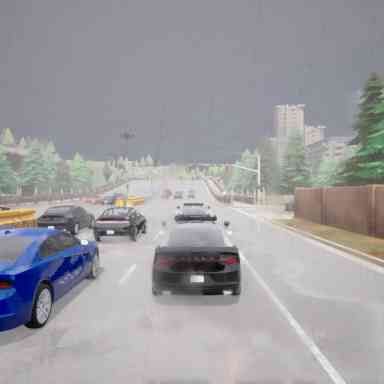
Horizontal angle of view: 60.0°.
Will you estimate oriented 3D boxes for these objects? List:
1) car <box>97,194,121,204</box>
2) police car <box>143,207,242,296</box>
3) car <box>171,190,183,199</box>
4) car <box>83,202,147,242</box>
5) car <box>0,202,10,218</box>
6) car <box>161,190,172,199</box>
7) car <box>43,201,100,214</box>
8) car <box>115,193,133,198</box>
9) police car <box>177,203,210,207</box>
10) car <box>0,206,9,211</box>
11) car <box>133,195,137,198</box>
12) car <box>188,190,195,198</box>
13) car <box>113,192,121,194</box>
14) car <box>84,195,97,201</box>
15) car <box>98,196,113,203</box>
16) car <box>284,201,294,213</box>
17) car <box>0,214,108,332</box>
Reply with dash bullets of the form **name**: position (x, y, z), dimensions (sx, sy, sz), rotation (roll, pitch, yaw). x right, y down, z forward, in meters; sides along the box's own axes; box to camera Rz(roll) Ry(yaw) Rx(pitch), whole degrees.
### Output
- **car**: position (-14.077, 1.491, 56.788), dimensions (2.128, 1.511, 4.902), rotation (0, 0, -1)
- **police car**: position (0.097, 1.425, 8.820), dimensions (1.930, 1.638, 5.238), rotation (0, 0, 0)
- **car**: position (-3.635, 0.903, 88.063), dimensions (2.097, 1.767, 4.553), rotation (0, 3, 0)
- **car**: position (-3.415, 1.492, 16.480), dimensions (2.128, 1.511, 4.902), rotation (0, 0, 1)
- **car**: position (-17.610, 1.601, 28.096), dimensions (1.895, 1.301, 4.718), rotation (0, 0, 0)
- **car**: position (-7.138, 1.071, 88.486), dimensions (1.994, 1.385, 4.181), rotation (0, 4, 0)
- **car**: position (-6.906, 1.505, 18.682), dimensions (1.837, 1.490, 4.892), rotation (0, 0, 0)
- **car**: position (-14.026, 1.478, 68.052), dimensions (1.882, 1.535, 5.008), rotation (0, 0, 0)
- **police car**: position (0.092, 1.425, 18.723), dimensions (1.930, 1.638, 5.238), rotation (0, 0, 0)
- **car**: position (-6.903, 1.352, 9.519), dimensions (2.097, 1.767, 4.553), rotation (0, 0, 0)
- **car**: position (-14.078, 1.413, 78.348), dimensions (1.882, 1.535, 5.008), rotation (0, 1, 0)
- **car**: position (-0.154, 0.931, 91.272), dimensions (1.895, 1.301, 4.718), rotation (0, 4, 0)
- **car**: position (-17.578, 1.161, 78.294), dimensions (2.150, 2.045, 5.566), rotation (0, 1, 0)
- **car**: position (-17.589, 1.352, 58.974), dimensions (2.097, 1.767, 4.553), rotation (0, 0, 0)
- **car**: position (-17.524, 1.553, 67.825), dimensions (1.994, 1.385, 4.181), rotation (0, 0, 0)
- **car**: position (12.303, 1.564, 36.635), dimensions (4.181, 1.385, 1.994), rotation (0, 0, 1)
- **car**: position (-3.403, 1.478, 6.974), dimensions (1.882, 1.535, 5.008), rotation (0, 0, 0)
